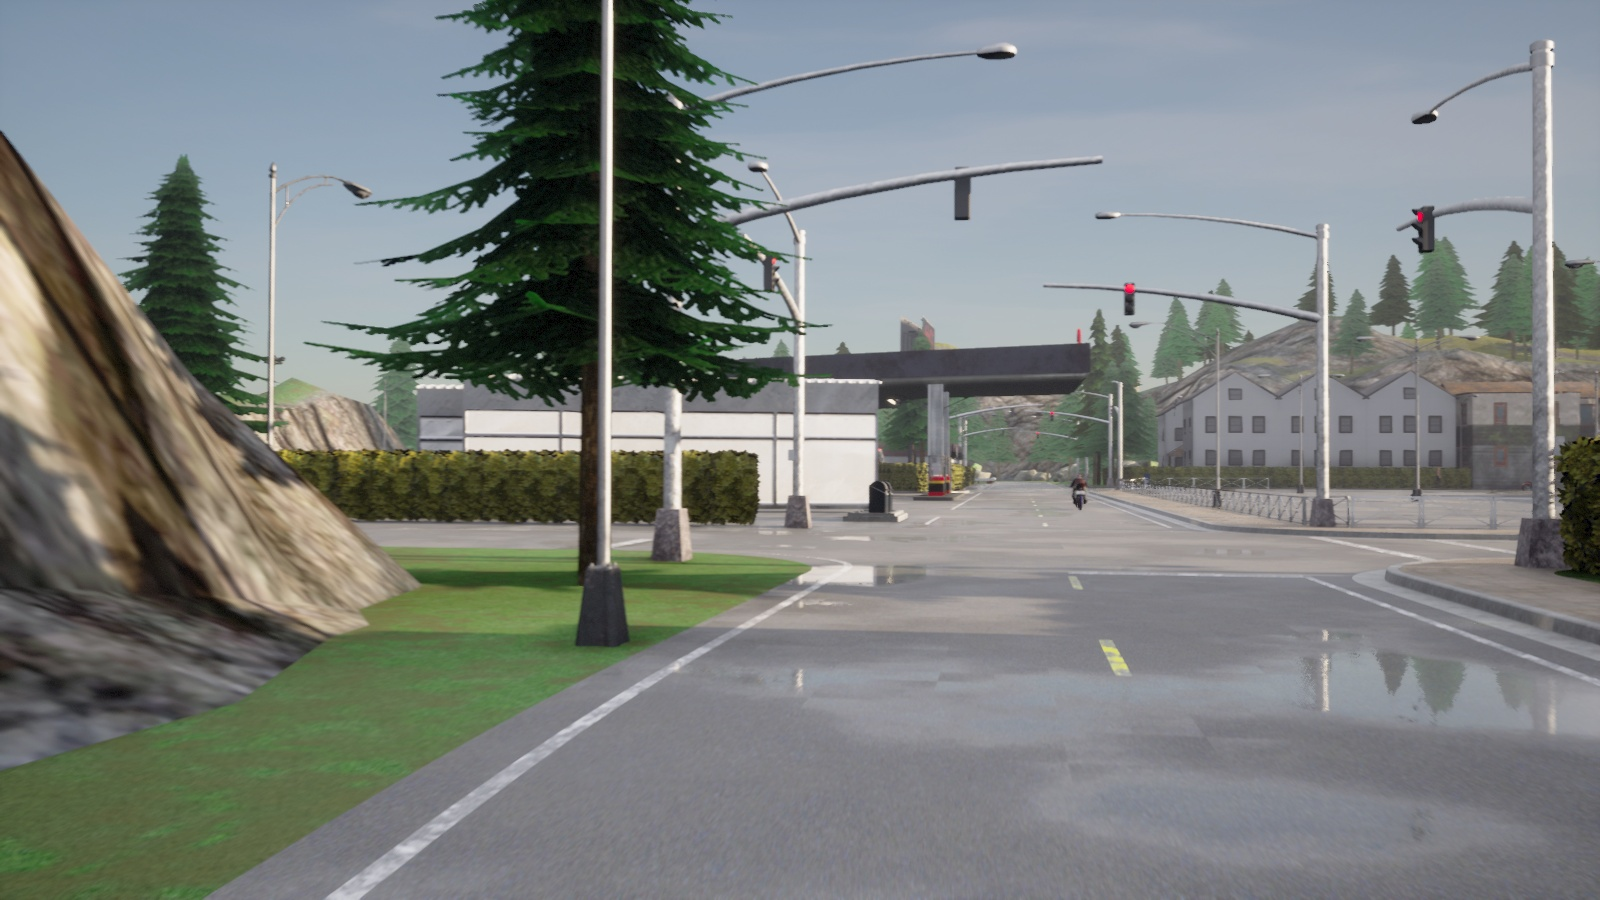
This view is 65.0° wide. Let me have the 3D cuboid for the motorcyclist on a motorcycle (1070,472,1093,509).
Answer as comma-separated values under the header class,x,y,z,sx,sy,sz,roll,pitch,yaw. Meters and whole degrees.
class,x,y,z,sx,sy,sz,roll,pitch,yaw
motorcyclist on a motorcycle,11.880,1.702,53.059,0.866,1.530,2.191,0,-1,10
